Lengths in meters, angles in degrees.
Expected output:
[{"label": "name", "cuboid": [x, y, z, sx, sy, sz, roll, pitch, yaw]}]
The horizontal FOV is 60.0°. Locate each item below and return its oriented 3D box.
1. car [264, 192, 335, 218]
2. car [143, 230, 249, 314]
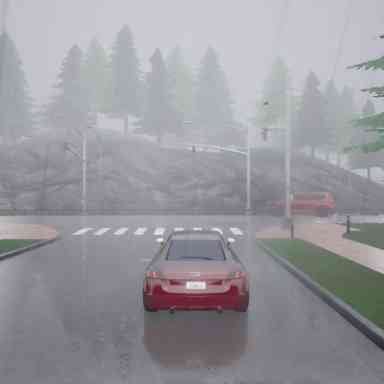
[{"label": "car", "cuboid": [8.766, 1.058, 27.229, 5.566, 2.045, 2.150, 0, 0, 0]}, {"label": "car", "cuboid": [0.084, 1.564, 7.685, 1.994, 1.385, 4.181, 0, 0, 0]}]
